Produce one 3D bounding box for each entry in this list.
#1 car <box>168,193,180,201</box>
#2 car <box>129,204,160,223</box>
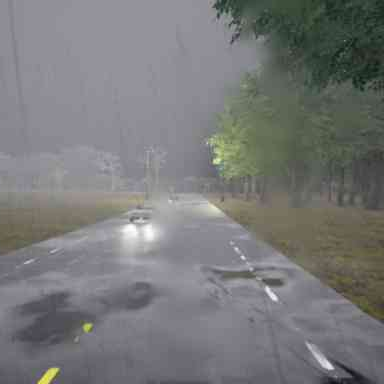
[{"bbox_3d":[-3.526,0.946,66.087,1.837,1.490,4.892,0,1,0],"label":"car"},{"bbox_3d":[-3.606,1.583,25.715,1.895,1.301,4.718,0,0,0],"label":"car"}]
